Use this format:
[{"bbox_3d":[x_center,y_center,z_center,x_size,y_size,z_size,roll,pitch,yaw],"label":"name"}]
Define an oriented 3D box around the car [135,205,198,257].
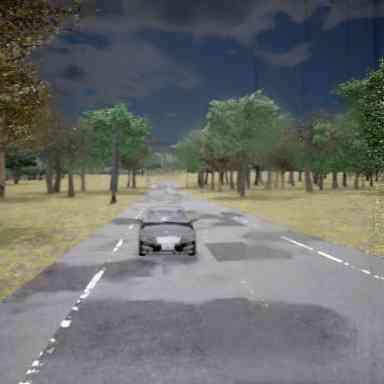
[{"bbox_3d":[-0.933,1.255,12.058,2.128,1.511,4.902,1,2,-6],"label":"car"}]
